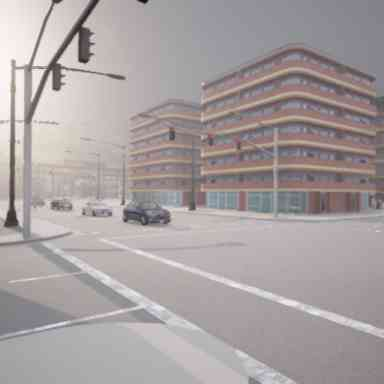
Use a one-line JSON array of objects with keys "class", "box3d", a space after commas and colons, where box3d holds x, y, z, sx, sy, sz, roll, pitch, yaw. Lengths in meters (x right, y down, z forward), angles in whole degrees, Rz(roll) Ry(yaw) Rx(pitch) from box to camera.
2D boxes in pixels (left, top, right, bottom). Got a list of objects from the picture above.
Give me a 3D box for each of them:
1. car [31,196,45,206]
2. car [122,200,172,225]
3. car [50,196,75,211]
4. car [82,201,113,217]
[{"class": "car", "box3d": [-26.236, 1.500, 55.965, 2.097, 1.767, 4.553, 1, 0, -36]}, {"class": "car", "box3d": [-3.420, 1.453, 24.962, 2.097, 1.767, 4.553, 1, 0, -37]}, {"class": "car", "box3d": [-16.977, 1.588, 43.267, 2.128, 1.511, 4.902, 1, 0, -36]}, {"class": "car", "box3d": [-9.483, 1.625, 33.128, 1.812, 1.442, 4.674, 1, 0, -36]}]
